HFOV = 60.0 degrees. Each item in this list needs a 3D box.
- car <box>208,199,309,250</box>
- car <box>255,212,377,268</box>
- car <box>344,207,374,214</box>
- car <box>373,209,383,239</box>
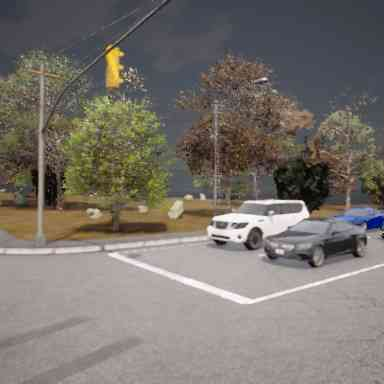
[{"bbox_3d":[3.295,1.376,15.414,5.566,2.045,2.150,1,-1,-39],"label":"car"},{"bbox_3d":[4.608,1.662,11.993,4.674,1.442,1.812,1,-1,-38],"label":"car"},{"bbox_3d":[10.990,1.747,21.605,5.008,1.535,1.882,1,-1,-39],"label":"car"},{"bbox_3d":[11.831,1.748,17.778,4.892,1.490,1.837,1,-1,-39],"label":"car"}]
